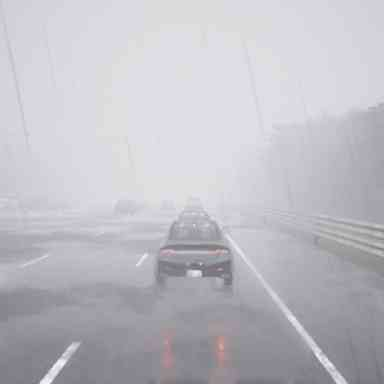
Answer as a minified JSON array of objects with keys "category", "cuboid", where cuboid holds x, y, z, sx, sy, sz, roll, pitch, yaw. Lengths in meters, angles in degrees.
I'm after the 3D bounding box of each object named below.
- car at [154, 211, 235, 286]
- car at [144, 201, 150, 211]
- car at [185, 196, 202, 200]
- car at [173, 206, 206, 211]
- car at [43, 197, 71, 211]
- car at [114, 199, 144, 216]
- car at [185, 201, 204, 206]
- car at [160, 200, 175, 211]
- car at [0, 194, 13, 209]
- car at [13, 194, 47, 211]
[{"category":"car","cuboid":[0.069,1.516,9.429,2.128,1.511,4.902,0,0,0]},{"category":"car","cuboid":[-6.812,1.882,45.340,1.895,1.301,4.718,0,-1,0]},{"category":"car","cuboid":[0.198,1.543,44.473,2.150,2.045,5.566,0,0,0]},{"category":"car","cuboid":[0.126,1.686,18.841,1.895,1.301,4.718,0,0,0]},{"category":"car","cuboid":[-17.368,1.756,43.616,1.994,1.385,4.181,0,-1,-1]},{"category":"car","cuboid":[-6.748,1.530,34.919,2.097,1.767,4.553,0,-1,0]},{"category":"car","cuboid":[0.154,1.693,26.373,2.033,1.411,5.357,0,-1,0]},{"category":"car","cuboid":[-3.308,1.849,45.067,2.033,1.411,5.357,0,-1,-1]},{"category":"car","cuboid":[-24.347,1.301,43.924,2.150,2.045,5.566,1,-2,-1]},{"category":"car","cuboid":[-20.875,1.394,44.021,2.150,2.045,5.566,0,0,-1]}]
